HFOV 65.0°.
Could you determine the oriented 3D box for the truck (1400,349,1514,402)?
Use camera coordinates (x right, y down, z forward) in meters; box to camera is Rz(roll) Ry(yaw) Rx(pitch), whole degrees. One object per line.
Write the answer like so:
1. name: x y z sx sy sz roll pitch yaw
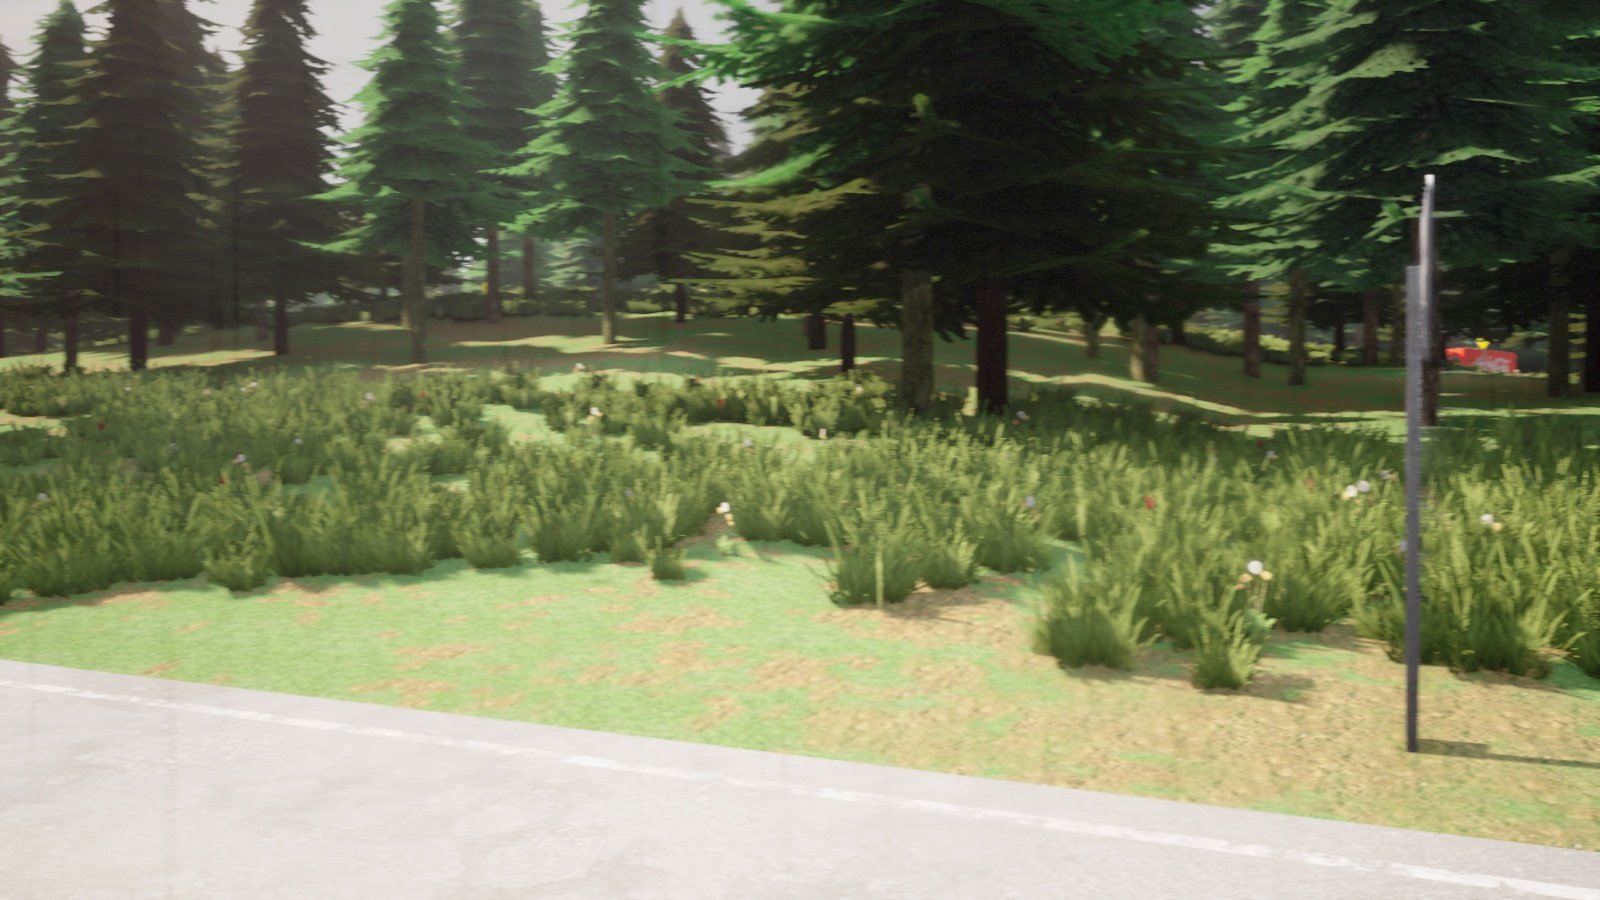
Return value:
1. truck: 37.788 -4.266 72.275 5.204 2.467 2.627 5 0 -12
